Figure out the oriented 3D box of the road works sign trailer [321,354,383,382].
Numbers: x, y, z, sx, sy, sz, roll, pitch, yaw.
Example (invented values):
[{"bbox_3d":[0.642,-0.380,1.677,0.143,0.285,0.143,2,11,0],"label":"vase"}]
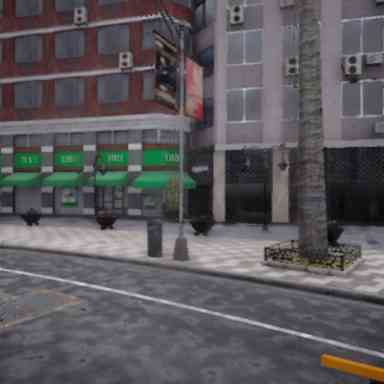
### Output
[{"bbox_3d":[2.599,0.484,2.774,2.880,3.560,2.380,0,0,33],"label":"road works sign trailer"}]
